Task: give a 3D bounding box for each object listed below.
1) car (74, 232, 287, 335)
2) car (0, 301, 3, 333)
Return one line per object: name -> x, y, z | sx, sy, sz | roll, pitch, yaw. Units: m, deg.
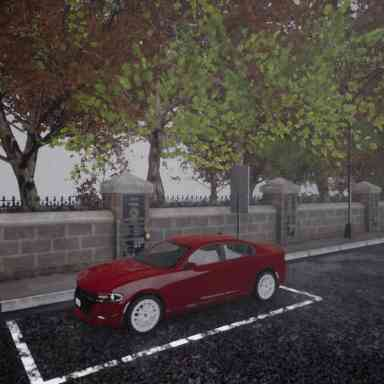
car -> -0.018, 1.545, 6.702 | 4.507, 1.381, 1.887 | 0, 0, -35
car -> -4.500, 1.551, 3.446 | 4.403, 1.369, 2.008 | 0, 0, -35
